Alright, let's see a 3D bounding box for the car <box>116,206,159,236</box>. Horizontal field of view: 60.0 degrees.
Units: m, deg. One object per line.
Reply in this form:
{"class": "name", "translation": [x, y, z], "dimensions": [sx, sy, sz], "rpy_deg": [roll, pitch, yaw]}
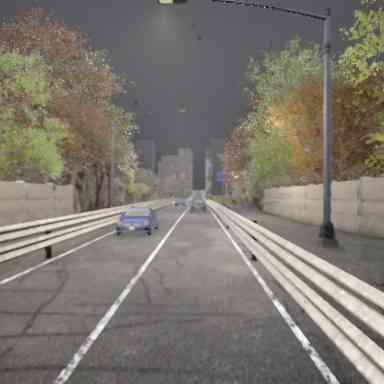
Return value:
{"class": "car", "translation": [-2.991, 1.576, 19.048], "dimensions": [1.812, 1.442, 4.674], "rpy_deg": [0, 0, 1]}

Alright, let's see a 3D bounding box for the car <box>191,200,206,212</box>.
{"class": "car", "translation": [0.786, 1.678, 40.506], "dimensions": [2.128, 1.511, 4.902], "rpy_deg": [0, -1, 1]}

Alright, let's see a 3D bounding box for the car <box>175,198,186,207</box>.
{"class": "car", "translation": [-2.088, 1.972, 61.142], "dimensions": [1.837, 1.490, 4.892], "rpy_deg": [0, -1, 2]}

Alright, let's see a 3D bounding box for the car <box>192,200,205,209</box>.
{"class": "car", "translation": [0.996, 1.878, 50.994], "dimensions": [1.994, 1.385, 4.181], "rpy_deg": [0, -1, 1]}
